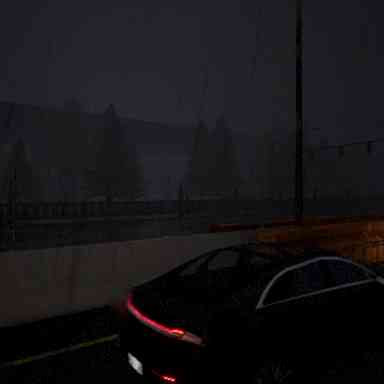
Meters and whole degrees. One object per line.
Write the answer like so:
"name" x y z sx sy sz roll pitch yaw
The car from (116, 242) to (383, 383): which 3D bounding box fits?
"car" 1.397 1.493 4.745 4.902 1.511 2.128 0 0 -36
